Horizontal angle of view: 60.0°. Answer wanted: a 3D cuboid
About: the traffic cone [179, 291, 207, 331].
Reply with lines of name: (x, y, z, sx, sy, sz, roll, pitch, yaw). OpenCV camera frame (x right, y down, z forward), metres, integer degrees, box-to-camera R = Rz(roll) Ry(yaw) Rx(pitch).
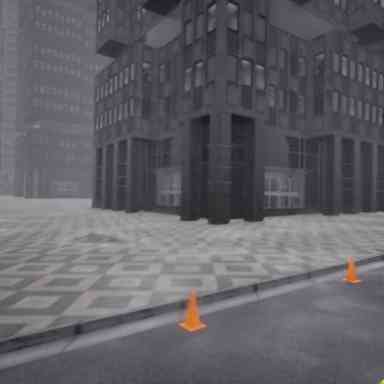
traffic cone: (0.017, 1.962, 5.601, 0.340, 0.580, 0.340, 0, 0, -35)

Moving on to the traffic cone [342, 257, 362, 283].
traffic cone: (4.088, 1.968, 8.504, 0.340, 0.580, 0.340, 0, 0, -35)
